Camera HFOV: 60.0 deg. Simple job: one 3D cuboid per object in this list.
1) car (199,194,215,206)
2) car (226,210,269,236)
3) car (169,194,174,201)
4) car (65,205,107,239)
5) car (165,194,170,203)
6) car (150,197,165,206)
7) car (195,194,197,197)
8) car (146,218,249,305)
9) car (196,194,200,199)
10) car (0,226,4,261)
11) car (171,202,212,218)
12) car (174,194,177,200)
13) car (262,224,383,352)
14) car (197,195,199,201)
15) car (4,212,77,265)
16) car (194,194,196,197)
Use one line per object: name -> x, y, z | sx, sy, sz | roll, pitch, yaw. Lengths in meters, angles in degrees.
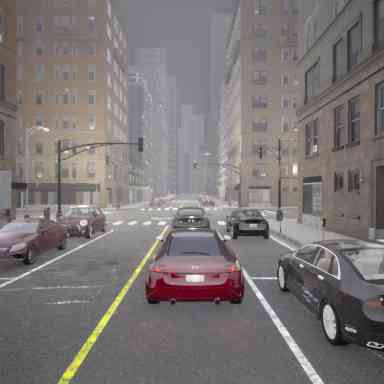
car -> 2.621, 1.475, 54.250 | 1.967, 1.590, 4.097 | 0, 0, 0
car -> 2.773, 1.566, 17.160 | 1.947, 1.339, 4.313 | 0, 0, 0
car -> -5.989, 1.625, 81.093 | 1.752, 1.417, 4.829 | 0, 0, 0
car -> -5.752, 1.441, 17.118 | 1.967, 1.590, 4.097 | 0, 0, 0
car -> -5.937, 1.606, 65.037 | 2.008, 1.369, 4.403 | 0, 0, 0
car -> -5.903, 1.617, 54.221 | 1.802, 1.307, 4.206 | 0, 0, 0
car -> 2.517, 1.559, 86.704 | 1.967, 1.590, 4.097 | 0, 0, 0
car -> 0.042, 1.564, 8.156 | 1.994, 1.385, 4.181 | 0, 0, -1
car -> 2.552, 1.523, 75.886 | 1.967, 1.590, 4.097 | 0, 0, 0
car -> -5.697, 1.566, 6.115 | 1.947, 1.339, 4.313 | 0, 0, 0
car -> -0.046, 1.505, 17.069 | 1.837, 1.490, 4.892 | 0, 0, 0
car -> -6.025, 1.455, 92.081 | 2.192, 1.841, 5.009 | 0, 0, 0
car -> 2.828, 1.550, 6.158 | 2.008, 1.369, 4.403 | 0, 0, 0
car -> 2.588, 1.606, 65.068 | 2.008, 1.369, 4.403 | 0, 0, 0
car -> -5.725, 1.582, 11.617 | 1.802, 1.307, 4.206 | 0, 0, 0
car -> 2.499, 1.455, 92.113 | 2.192, 1.841, 5.009 | 0, 0, 0
